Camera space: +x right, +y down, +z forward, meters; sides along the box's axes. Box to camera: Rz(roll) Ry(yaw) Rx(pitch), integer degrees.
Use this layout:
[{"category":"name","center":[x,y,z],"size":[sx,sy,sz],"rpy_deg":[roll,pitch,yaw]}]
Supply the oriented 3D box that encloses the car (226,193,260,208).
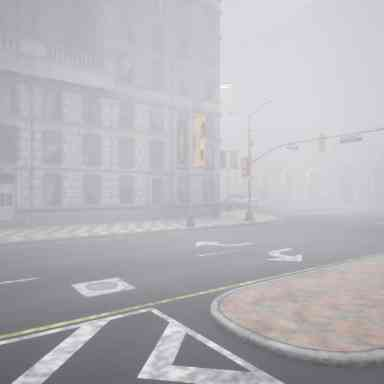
[{"category":"car","center":[6.897,1.221,46.378],"size":[2.150,2.045,5.566],"rpy_deg":[0,0,-37]}]

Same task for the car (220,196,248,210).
[{"category":"car","center":[4.725,1.564,43.414],"size":[1.994,1.385,4.181],"rpy_deg":[0,0,-36]}]
